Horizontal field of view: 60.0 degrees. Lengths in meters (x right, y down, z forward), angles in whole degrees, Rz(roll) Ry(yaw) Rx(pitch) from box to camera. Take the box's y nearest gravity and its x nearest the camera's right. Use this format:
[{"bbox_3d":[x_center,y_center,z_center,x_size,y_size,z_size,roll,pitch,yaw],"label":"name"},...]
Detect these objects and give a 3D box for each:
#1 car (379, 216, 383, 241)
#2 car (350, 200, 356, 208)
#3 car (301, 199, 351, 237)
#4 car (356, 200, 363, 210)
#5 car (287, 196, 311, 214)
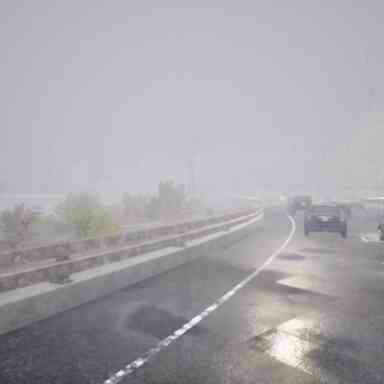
[{"bbox_3d":[9.615,1.471,14.527,2.097,1.767,4.553,0,0,21],"label":"car"},{"bbox_3d":[15.334,1.733,35.173,1.837,1.490,4.892,1,0,10],"label":"car"},{"bbox_3d":[7.579,1.469,19.175,2.097,1.767,4.553,0,0,19],"label":"car"},{"bbox_3d":[24.504,1.872,49.729,1.812,1.442,4.674,0,0,23],"label":"car"},{"bbox_3d":[12.263,1.434,37.879,2.150,2.045,5.566,0,0,9],"label":"car"}]
